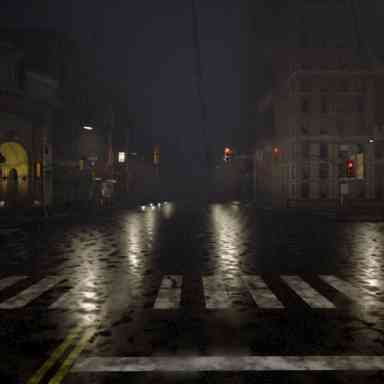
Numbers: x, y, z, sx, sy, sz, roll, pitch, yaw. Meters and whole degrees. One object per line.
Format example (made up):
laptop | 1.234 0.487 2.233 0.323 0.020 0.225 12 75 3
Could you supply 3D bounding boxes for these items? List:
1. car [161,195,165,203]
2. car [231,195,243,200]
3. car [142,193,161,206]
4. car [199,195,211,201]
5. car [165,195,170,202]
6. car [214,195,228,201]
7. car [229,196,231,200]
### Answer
car | -7.009 1.505 66.178 1.837 1.490 4.892 0 0 1
car | 12.455 1.500 94.111 1.837 1.490 4.892 0 0 41
car | -7.076 1.221 56.486 2.150 2.045 5.566 0 0 0
car | 3.287 1.524 85.339 1.812 1.442 4.674 0 0 22
car | -6.352 1.478 76.621 1.882 1.535 5.008 0 0 7
car | 7.088 1.525 85.317 2.128 1.511 4.902 0 0 25
car | 8.234 1.466 94.330 1.882 1.535 5.008 0 0 38
